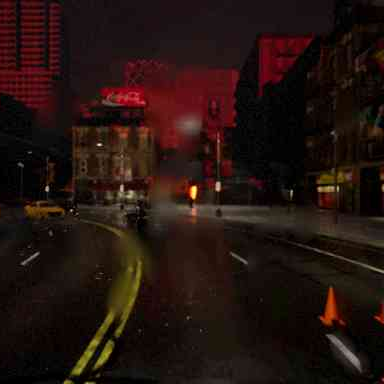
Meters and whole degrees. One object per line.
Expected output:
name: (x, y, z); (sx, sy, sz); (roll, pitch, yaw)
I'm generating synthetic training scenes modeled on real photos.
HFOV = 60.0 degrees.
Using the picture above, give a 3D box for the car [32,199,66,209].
car: (-19.908, 1.661, 46.270); (4.718, 1.301, 1.895); (0, 0, 30)

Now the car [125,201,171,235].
car: (-2.626, 1.522, 19.229); (2.128, 1.511, 4.902); (0, 0, -21)

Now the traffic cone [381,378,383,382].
traffic cone: (2.440, 1.964, 3.843); (0.340, 0.580, 0.340); (0, 0, 0)

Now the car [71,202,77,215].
car: (-13.603, 1.555, 34.073); (4.892, 1.490, 1.837); (0, -1, 41)

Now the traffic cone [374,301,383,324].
traffic cone: (3.446, 1.968, 5.841); (0.340, 0.580, 0.340); (0, 0, 0)

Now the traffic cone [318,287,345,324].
traffic cone: (2.446, 1.967, 5.843); (0.340, 0.580, 0.340); (0, 0, 0)

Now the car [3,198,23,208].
car: (-25.206, 1.587, 48.456); (4.674, 1.452, 2.002); (0, 0, 20)

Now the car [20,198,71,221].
car: (-12.368, 1.518, 27.877); (1.882, 1.535, 5.008); (1, 0, -44)
